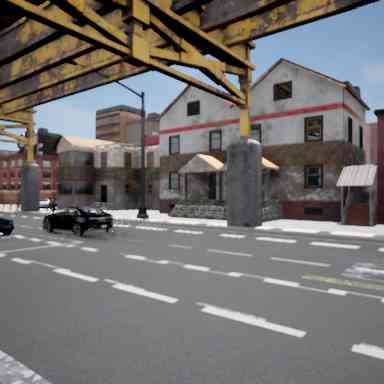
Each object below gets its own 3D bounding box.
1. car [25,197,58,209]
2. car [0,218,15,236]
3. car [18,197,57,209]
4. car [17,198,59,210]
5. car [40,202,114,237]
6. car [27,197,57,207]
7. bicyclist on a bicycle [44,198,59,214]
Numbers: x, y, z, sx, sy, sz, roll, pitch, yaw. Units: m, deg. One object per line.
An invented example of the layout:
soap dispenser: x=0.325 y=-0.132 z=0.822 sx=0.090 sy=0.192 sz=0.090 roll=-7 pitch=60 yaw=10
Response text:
car: x=-21.766 y=1.579 z=48.329 sx=2.038 sy=1.542 sz=4.974 roll=0 pitch=0 yaw=8
car: x=-11.315 y=1.647 z=17.640 sx=4.718 sy=1.301 sz=1.895 roll=0 pitch=0 yaw=38
car: x=-20.555 y=1.412 z=44.804 sx=4.536 sy=1.218 sz=1.853 roll=0 pitch=0 yaw=-22
car: x=-20.603 y=1.569 z=44.783 sx=4.974 sy=1.542 sz=2.038 roll=0 pitch=0 yaw=-22
car: x=-6.420 y=1.540 z=18.534 sx=4.902 sy=1.511 sz=2.128 roll=0 pitch=0 yaw=38
car: x=-21.760 y=1.421 z=48.380 sx=1.853 sy=1.218 sz=4.536 roll=0 pitch=0 yaw=8
bicyclist on a bicycle: x=-14.252 y=1.391 z=33.769 sx=0.582 sy=1.620 sz=1.656 roll=0 pitch=0 yaw=38
